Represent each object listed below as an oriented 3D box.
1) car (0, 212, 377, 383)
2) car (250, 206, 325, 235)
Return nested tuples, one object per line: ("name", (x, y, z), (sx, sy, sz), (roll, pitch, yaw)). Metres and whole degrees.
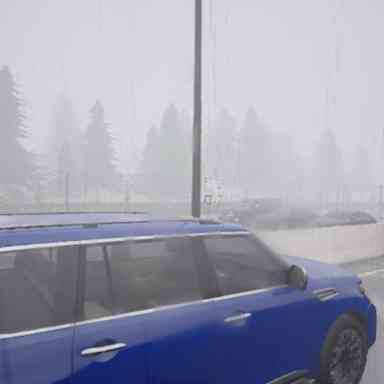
("car", (-0.311, 1.244, 3.535), (5.566, 2.045, 2.150), (1, 0, -35))
("car", (6.176, 1.707, 21.287), (5.008, 1.535, 1.882), (1, -1, -35))
